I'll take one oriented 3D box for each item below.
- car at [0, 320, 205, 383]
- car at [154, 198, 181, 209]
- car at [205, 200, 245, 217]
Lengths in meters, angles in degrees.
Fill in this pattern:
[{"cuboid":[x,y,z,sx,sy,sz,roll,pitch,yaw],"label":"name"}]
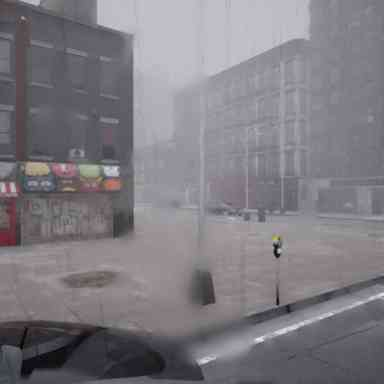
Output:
[{"cuboid":[-1.819,1.566,1.517,4.313,1.339,1.947,0,0,-35],"label":"car"},{"cuboid":[-3.516,1.575,46.188,1.882,1.535,5.008,0,0,-35],"label":"car"},{"cuboid":[2.980,1.567,31.926,1.837,1.490,4.892,0,0,-35],"label":"car"}]
